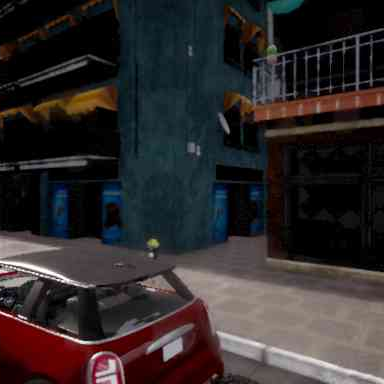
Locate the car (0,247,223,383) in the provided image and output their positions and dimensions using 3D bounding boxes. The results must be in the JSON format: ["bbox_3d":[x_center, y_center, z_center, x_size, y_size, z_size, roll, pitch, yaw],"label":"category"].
[{"bbox_3d":[-1.752,1.429,4.122,4.097,1.590,1.967,0,0,35],"label":"car"}]
